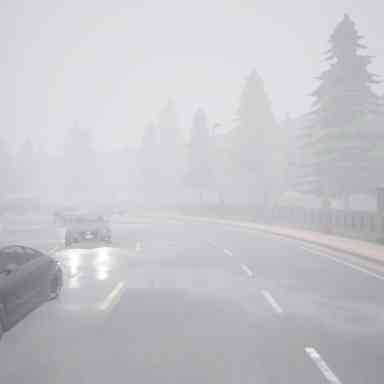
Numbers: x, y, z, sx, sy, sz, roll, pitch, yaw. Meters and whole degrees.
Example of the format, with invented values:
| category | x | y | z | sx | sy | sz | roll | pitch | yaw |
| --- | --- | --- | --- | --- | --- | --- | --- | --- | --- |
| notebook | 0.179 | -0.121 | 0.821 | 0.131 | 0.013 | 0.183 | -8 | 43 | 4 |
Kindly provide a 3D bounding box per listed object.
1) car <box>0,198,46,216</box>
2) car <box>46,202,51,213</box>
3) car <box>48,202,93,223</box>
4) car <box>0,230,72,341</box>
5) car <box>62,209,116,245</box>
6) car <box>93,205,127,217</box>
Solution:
| category | x | y | z | sx | sy | sz | roll | pitch | yaw |
| --- | --- | --- | --- | --- | --- | --- | --- | --- | --- |
| car | -20.497 | 1.685 | 39.417 | 5.566 | 2.045 | 2.150 | 0 | -1 | 23 |
| car | -17.731 | 2.017 | 41.980 | 4.674 | 1.442 | 1.812 | 0 | -1 | 24 |
| car | -9.783 | 1.816 | 26.598 | 1.837 | 1.490 | 4.892 | 0 | -1 | -35 |
| car | -3.818 | 1.634 | 5.796 | 1.994 | 1.385 | 4.181 | 0 | -1 | -3 |
| car | -4.973 | 1.754 | 16.211 | 1.994 | 1.385 | 4.181 | 0 | -1 | -16 |
| car | -9.248 | 2.022 | 36.218 | 4.718 | 1.301 | 1.895 | -1 | -1 | 42 |
